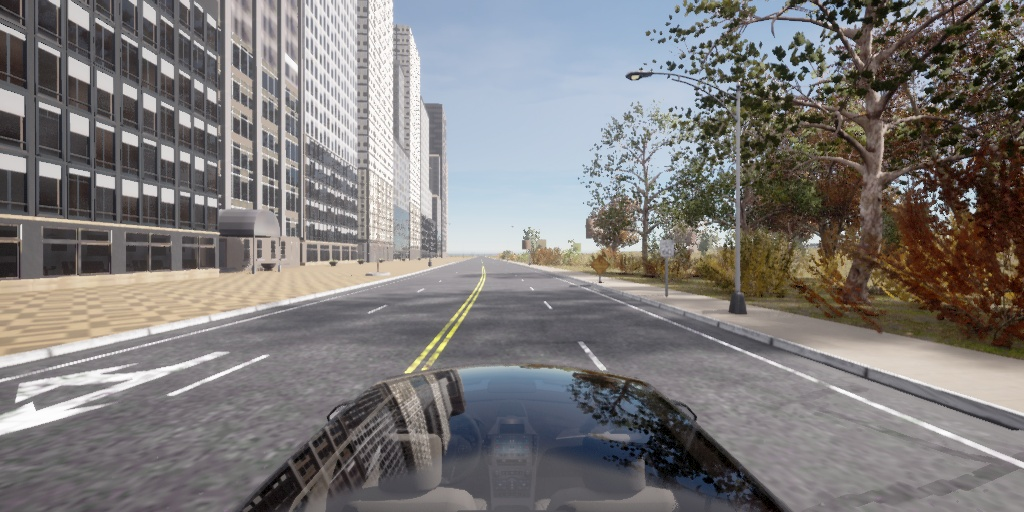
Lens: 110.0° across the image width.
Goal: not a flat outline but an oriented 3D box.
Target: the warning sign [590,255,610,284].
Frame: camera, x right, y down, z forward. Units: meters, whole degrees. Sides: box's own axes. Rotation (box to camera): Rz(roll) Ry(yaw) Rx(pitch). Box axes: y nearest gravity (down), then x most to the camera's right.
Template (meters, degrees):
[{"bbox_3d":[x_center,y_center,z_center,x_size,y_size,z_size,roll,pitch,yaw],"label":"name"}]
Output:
[{"bbox_3d":[5.642,0.853,22.983,1.300,1.860,1.060,0,0,-2],"label":"warning sign"}]
